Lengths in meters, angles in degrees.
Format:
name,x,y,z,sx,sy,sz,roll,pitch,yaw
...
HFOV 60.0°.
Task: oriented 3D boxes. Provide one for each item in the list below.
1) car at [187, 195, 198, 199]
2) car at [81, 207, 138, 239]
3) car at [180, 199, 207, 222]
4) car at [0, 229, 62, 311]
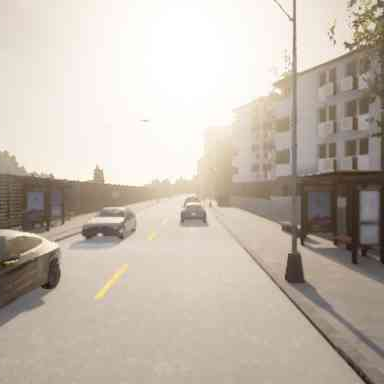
name,x,y,z,sx,sy,sz,roll,pitch,yaw
car,0.074,1.274,42.499,2.097,1.767,4.553,0,0,0
car,-4.063,1.516,17.397,2.033,1.411,5.357,0,0,0
car,0.104,1.518,25.521,1.994,1.385,4.181,0,0,0
car,-4.096,1.514,6.451,1.812,1.442,4.674,0,0,0
